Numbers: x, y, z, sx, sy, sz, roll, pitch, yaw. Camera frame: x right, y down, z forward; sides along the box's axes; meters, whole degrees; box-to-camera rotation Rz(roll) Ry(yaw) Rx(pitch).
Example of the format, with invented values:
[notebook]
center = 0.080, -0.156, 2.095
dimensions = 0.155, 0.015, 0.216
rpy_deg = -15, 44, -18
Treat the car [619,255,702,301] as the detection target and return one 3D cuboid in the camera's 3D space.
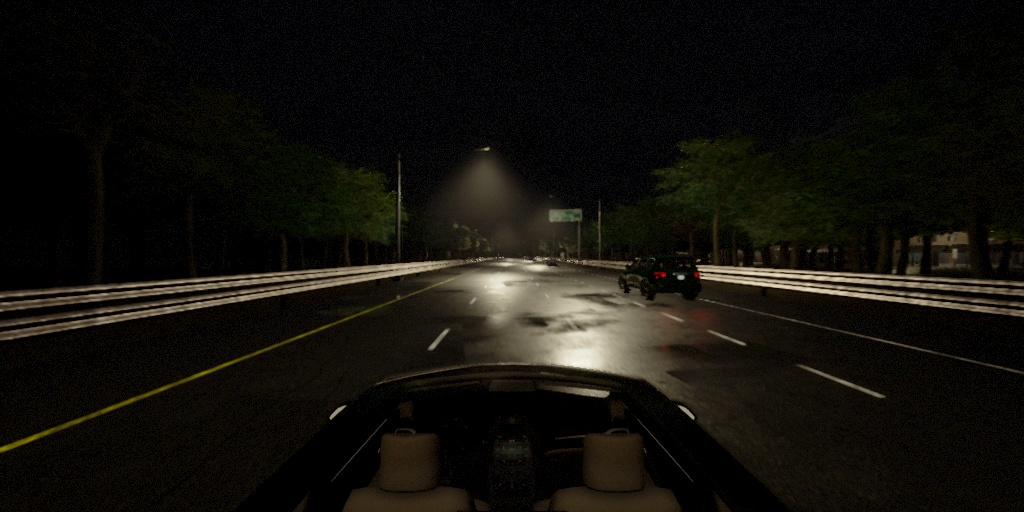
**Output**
[car]
center = 7.011, 0.982, 17.543
dimensions = 2.150, 2.045, 5.566
rpy_deg = 0, 0, 0
